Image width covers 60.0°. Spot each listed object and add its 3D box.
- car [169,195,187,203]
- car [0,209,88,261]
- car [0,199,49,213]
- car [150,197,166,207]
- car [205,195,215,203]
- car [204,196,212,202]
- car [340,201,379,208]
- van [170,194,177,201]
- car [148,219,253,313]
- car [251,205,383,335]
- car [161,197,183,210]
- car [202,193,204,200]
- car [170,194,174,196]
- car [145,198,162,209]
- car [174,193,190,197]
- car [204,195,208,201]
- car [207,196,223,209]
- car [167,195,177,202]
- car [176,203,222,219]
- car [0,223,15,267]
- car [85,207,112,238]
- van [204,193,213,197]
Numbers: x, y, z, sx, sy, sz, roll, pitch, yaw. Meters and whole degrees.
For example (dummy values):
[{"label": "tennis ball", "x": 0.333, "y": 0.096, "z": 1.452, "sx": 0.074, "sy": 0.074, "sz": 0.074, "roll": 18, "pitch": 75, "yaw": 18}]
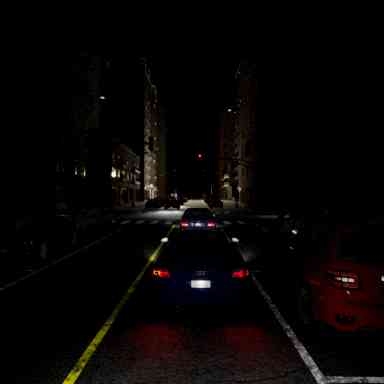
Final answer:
[{"label": "car", "x": -2.324, "y": 1.615, "z": 55.385, "sx": 1.895, "sy": 1.301, "sz": 4.718, "roll": 0, "pitch": 0, "yaw": 1}, {"label": "car", "x": -5.687, "y": 1.547, "z": 12.396, "sx": 1.887, "sy": 1.381, "sz": 4.507, "roll": 1, "pitch": 0, "yaw": 1}, {"label": "car", "x": -15.220, "y": 1.339, "z": 29.410, "sx": 5.008, "sy": 1.535, "sz": 1.882, "roll": 1, "pitch": 0, "yaw": -1}, {"label": "car", "x": -5.153, "y": 1.557, "z": 50.709, "sx": 1.887, "sy": 1.381, "sz": 4.507, "roll": 1, "pitch": 0, "yaw": 1}, {"label": "car", "x": 3.371, "y": 1.594, "z": 50.582, "sx": 1.802, "sy": 1.307, "sz": 4.206, "roll": 1, "pitch": 0, "yaw": 1}, {"label": "car", "x": 3.766, "y": 1.607, "z": 78.945, "sx": 1.802, "sy": 1.307, "sz": 4.206, "roll": 1, "pitch": 0, "yaw": 1}, {"label": "car", "x": 15.367, "y": 1.652, "z": 31.937, "sx": 4.902, "sy": 1.511, "sz": 2.128, "roll": 0, "pitch": -1, "yaw": 1}, {"label": "van", "x": -4.677, "y": 1.370, "z": 84.743, "sx": 1.690, "sy": 1.788, "sz": 3.998, "roll": 1, "pitch": 0, "yaw": 1}, {"label": "car", "x": 0.185, "y": 1.566, "z": 7.772, "sx": 1.994, "sy": 1.385, "sz": 4.181, "roll": 0, "pitch": 0, "yaw": 1}, {"label": "car", "x": 2.762, "y": 1.316, "z": 6.644, "sx": 2.192, "sy": 1.841, "sz": 5.009, "roll": 1, "pitch": 0, "yaw": 1}, {"label": "car", "x": -2.504, "y": 1.611, "z": 43.240, "sx": 1.895, "sy": 1.301, "sz": 4.718, "roll": 0, "pitch": 0, "yaw": 1}, {"label": "car", "x": 3.611, "y": 1.334, "z": 67.600, "sx": 2.192, "sy": 1.841, "sz": 5.009, "roll": 1, "pitch": 0, "yaw": 1}, {"label": "car", "x": -4.916, "y": 1.601, "z": 67.726, "sx": 1.802, "sy": 1.307, "sz": 4.206, "roll": 1, "pitch": 0, "yaw": 1}, {"label": "car", "x": -5.232, "y": 1.555, "z": 45.037, "sx": 1.887, "sy": 1.381, "sz": 4.507, "roll": 1, "pitch": 0, "yaw": 1}, {"label": "car", "x": -2.039, "y": 1.372, "z": 69.629, "sx": 2.097, "sy": 1.767, "sz": 4.553, "roll": 0, "pitch": 0, "yaw": 1}, {"label": "car", "x": 3.450, "y": 1.596, "z": 56.255, "sx": 1.802, "sy": 1.307, "sz": 4.206, "roll": 1, "pitch": 0, "yaw": 1}, {"label": "car", "x": 3.292, "y": 1.592, "z": 44.909, "sx": 1.802, "sy": 1.307, "sz": 4.206, "roll": 1, "pitch": 0, "yaw": 1}, {"label": "car", "x": -4.757, "y": 1.466, "z": 79.071, "sx": 1.967, "sy": 1.590, "sz": 4.097, "roll": 1, "pitch": 0, "yaw": 1}, {"label": "car", "x": 0.291, "y": 1.551, "z": 17.836, "sx": 2.033, "sy": 1.411, "sz": 5.357, "roll": 0, "pitch": 0, "yaw": 0}, {"label": "car", "x": -5.767, "y": 1.527, "z": 6.602, "sx": 1.752, "sy": 1.417, "sz": 4.829, "roll": 1, "pitch": 0, "yaw": 1}, {"label": "car", "x": -5.611, "y": 1.529, "z": 17.850, "sx": 1.752, "sy": 1.417, "sz": 4.829, "roll": 1, "pitch": 0, "yaw": 1}, {"label": "van", "x": 3.532, "y": 1.357, "z": 61.928, "sx": 1.690, "sy": 1.788, "sz": 3.998, "roll": 1, "pitch": 0, "yaw": 1}]
